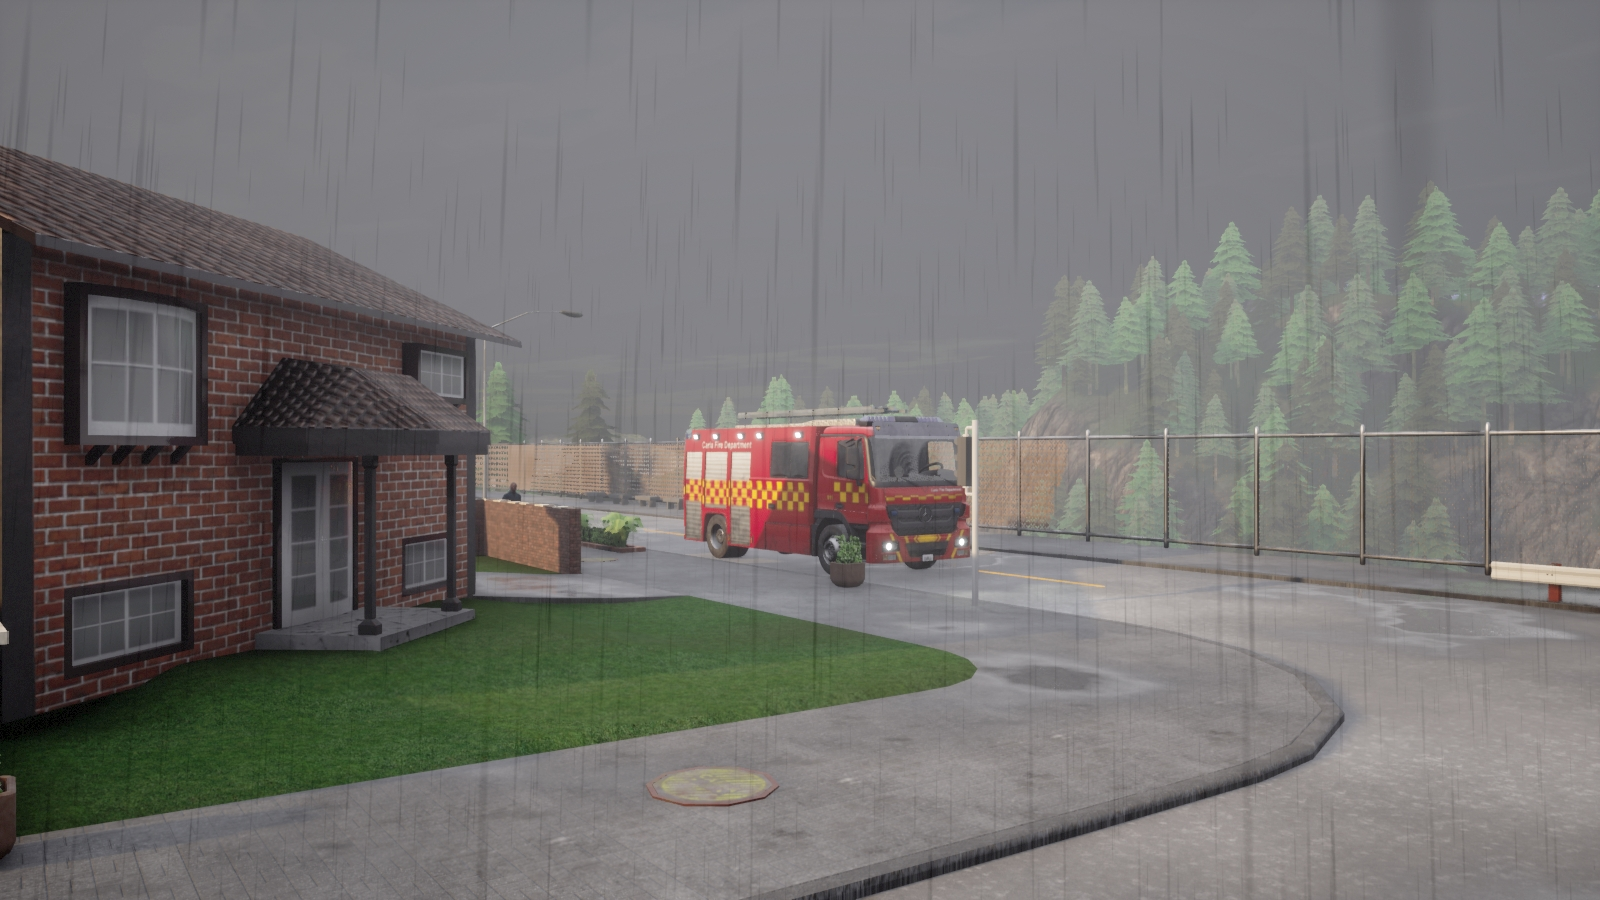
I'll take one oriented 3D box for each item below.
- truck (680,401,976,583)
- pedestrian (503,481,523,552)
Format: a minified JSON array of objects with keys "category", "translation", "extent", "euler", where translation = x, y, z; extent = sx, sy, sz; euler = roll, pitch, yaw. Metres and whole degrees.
[{"category":"truck","translation":[0.353,0.890,28.322],"extent":[2.891,3.827,8.468],"euler":[0,0,-35]},{"category":"pedestrian","translation":[-7.563,1.745,30.117],"extent":[0.375,1.860,0.375],"euler":[0,0,-38]}]
